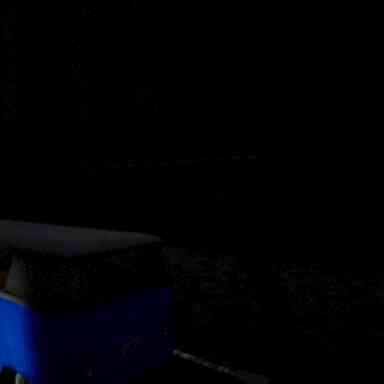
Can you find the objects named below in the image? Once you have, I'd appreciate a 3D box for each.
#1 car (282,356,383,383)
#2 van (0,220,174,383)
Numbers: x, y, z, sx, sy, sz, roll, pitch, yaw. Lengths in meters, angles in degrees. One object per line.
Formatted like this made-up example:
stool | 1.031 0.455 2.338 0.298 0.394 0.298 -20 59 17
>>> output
car | 2.434 1.547 1.231 4.507 1.381 1.887 0 0 36
van | -2.125 1.334 4.486 3.998 1.788 1.690 0 0 36
